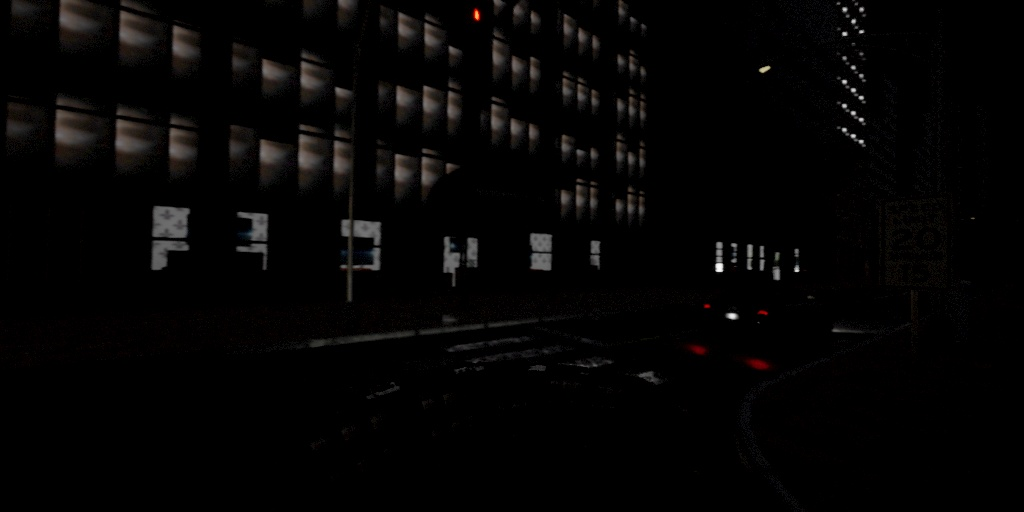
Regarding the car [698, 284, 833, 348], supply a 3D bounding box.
[{"bbox_3d":[7.042,1.480,9.887,4.181,1.385,1.994,1,-1,-34],"label":"car"}]
